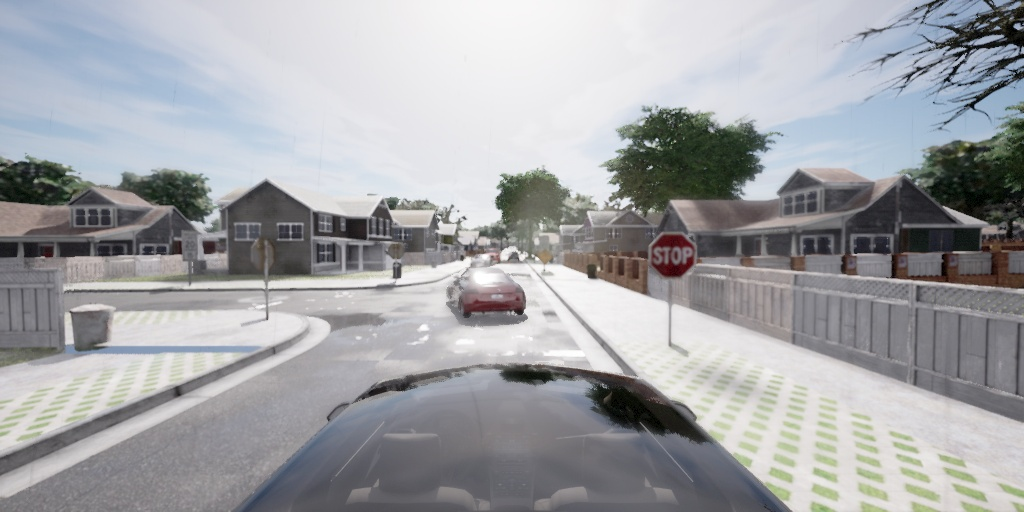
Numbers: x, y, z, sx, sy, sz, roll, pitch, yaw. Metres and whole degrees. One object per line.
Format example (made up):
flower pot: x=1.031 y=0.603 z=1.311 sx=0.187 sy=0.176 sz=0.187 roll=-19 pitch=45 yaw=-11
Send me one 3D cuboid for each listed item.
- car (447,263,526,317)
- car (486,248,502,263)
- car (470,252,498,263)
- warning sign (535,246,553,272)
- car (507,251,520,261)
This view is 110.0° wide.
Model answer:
car: x=-0.993 y=1.107 z=12.323 sx=1.994 sy=1.385 sz=4.181 roll=0 pitch=1 yaw=-16
car: x=-2.627 y=-0.016 z=49.365 sx=2.150 sy=2.045 sz=5.566 roll=0 pitch=1 yaw=0
car: x=-2.714 y=0.614 z=32.697 sx=2.128 sy=1.511 sz=4.902 roll=0 pitch=1 yaw=0
warning sign: x=2.633 y=0.322 z=28.649 sx=1.300 sy=1.860 sz=1.060 roll=0 pitch=0 yaw=0
car: x=0.290 y=0.094 z=58.110 sx=1.812 sy=1.442 sz=4.674 roll=0 pitch=1 yaw=1
